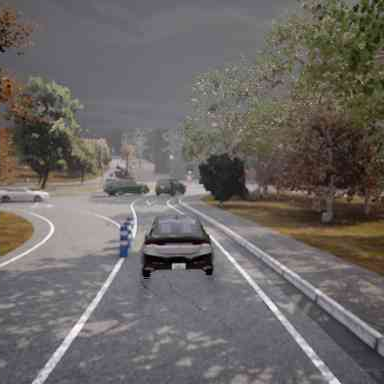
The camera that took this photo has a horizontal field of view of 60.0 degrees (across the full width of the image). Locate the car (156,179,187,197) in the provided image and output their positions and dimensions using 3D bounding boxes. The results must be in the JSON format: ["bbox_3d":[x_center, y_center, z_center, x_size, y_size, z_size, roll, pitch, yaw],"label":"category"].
[{"bbox_3d":[-2.456,-0.559,40.293,2.150,2.045,5.566,1,4,19],"label":"car"}]

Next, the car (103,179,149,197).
[{"bbox_3d":[-7.901,-0.540,39.959,5.566,2.045,2.150,-3,6,-38],"label":"car"}]

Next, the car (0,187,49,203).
[{"bbox_3d":[-16.698,0.266,33.018,4.674,1.442,1.812,0,4,-7],"label":"car"}]

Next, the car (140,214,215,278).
[{"bbox_3d":[-0.465,1.417,9.993,2.128,1.511,4.902,0,1,-4],"label":"car"}]
